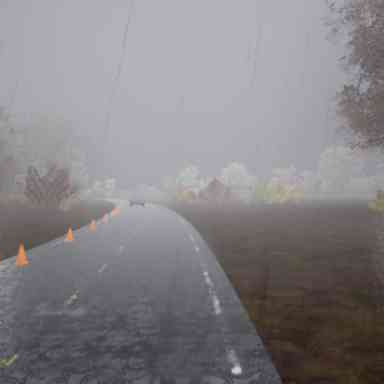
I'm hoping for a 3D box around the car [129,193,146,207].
[{"bbox_3d":[-8.341,1.190,50.698,2.150,2.045,5.566,0,0,-13],"label":"car"}]

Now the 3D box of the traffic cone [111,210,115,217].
[{"bbox_3d":[-7.136,1.937,30.170,0.340,0.580,0.340,0,0,-7],"label":"traffic cone"}]

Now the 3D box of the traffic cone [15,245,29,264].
[{"bbox_3d":[-5.365,1.954,10.477,0.340,0.580,0.340,0,0,-3],"label":"traffic cone"}]

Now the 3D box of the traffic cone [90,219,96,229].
[{"bbox_3d":[-6.047,1.945,20.342,0.340,0.580,0.340,0,0,-5],"label":"traffic cone"}]
